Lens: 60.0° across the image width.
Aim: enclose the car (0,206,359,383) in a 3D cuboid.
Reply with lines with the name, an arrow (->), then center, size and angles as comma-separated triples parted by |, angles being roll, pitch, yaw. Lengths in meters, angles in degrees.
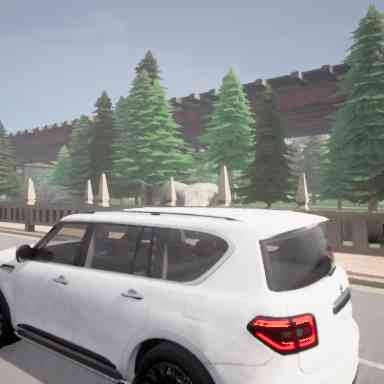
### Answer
car -> -0.806, 1.221, 4.586 | 5.566, 2.045, 2.150 | 0, 0, 36
